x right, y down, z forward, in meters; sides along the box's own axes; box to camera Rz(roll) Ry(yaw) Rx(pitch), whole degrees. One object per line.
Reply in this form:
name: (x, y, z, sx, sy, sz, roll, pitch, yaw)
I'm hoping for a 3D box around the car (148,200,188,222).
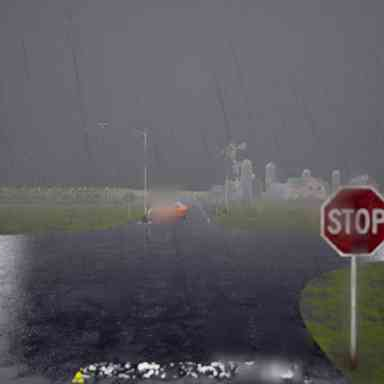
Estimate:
car: (-1.963, 1.505, 27.960, 2.097, 1.767, 4.553, 0, 0, 19)
